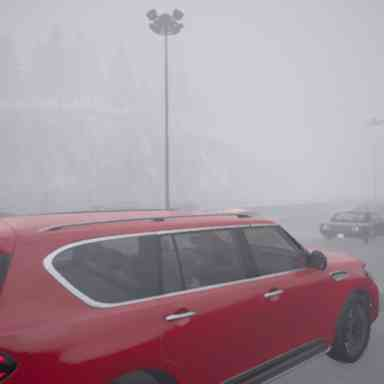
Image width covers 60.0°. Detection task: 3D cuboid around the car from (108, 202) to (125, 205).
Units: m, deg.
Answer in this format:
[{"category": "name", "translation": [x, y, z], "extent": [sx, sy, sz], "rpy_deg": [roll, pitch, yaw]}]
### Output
[{"category": "car", "translation": [-7.781, 1.710, 25.005], "extent": [4.718, 1.301, 1.895], "rpy_deg": [0, 0, -43]}]

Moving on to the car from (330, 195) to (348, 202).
[{"category": "car", "translation": [30.320, 1.367, 68.615], "extent": [1.812, 1.442, 4.674], "rpy_deg": [-1, 0, 44]}]

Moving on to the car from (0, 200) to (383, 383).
[{"category": "car", "translation": [0.113, 1.230, 4.113], "extent": [5.566, 2.045, 2.150], "rpy_deg": [0, 0, -37]}]

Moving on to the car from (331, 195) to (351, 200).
[{"category": "car", "translation": [22.885, 1.407, 51.099], "extent": [1.812, 1.442, 4.674], "rpy_deg": [-1, 0, 45]}]

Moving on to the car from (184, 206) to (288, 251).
[{"category": "car", "translation": [2.152, 1.485, 15.061], "extent": [5.008, 1.535, 1.882], "rpy_deg": [0, 0, -42]}]

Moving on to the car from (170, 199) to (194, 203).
[{"category": "car", "translation": [-1.307, 1.563, 36.453], "extent": [2.128, 1.511, 4.902], "rpy_deg": [-1, 0, 44]}]

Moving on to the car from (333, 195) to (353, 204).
[{"category": "car", "translation": [27.696, 1.355, 60.944], "extent": [1.837, 1.490, 4.892], "rpy_deg": [0, 0, 45]}]

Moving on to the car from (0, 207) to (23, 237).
[{"category": "car", "translation": [-11.678, 1.635, 17.301], "extent": [4.892, 1.490, 1.837], "rpy_deg": [-1, 1, -37]}]

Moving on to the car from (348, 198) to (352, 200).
[{"category": "car", "translation": [15.478, 1.458, 28.302], "extent": [2.033, 1.411, 5.357], "rpy_deg": [-1, 0, 44]}]

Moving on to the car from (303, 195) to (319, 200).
[{"category": "car", "translation": [24.178, 1.419, 67.345], "extent": [1.812, 1.442, 4.674], "rpy_deg": [-1, 0, 44]}]

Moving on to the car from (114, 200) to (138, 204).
[{"category": "car", "translation": [-7.586, 1.630, 35.052], "extent": [1.837, 1.490, 4.892], "rpy_deg": [-1, -1, 45]}]
